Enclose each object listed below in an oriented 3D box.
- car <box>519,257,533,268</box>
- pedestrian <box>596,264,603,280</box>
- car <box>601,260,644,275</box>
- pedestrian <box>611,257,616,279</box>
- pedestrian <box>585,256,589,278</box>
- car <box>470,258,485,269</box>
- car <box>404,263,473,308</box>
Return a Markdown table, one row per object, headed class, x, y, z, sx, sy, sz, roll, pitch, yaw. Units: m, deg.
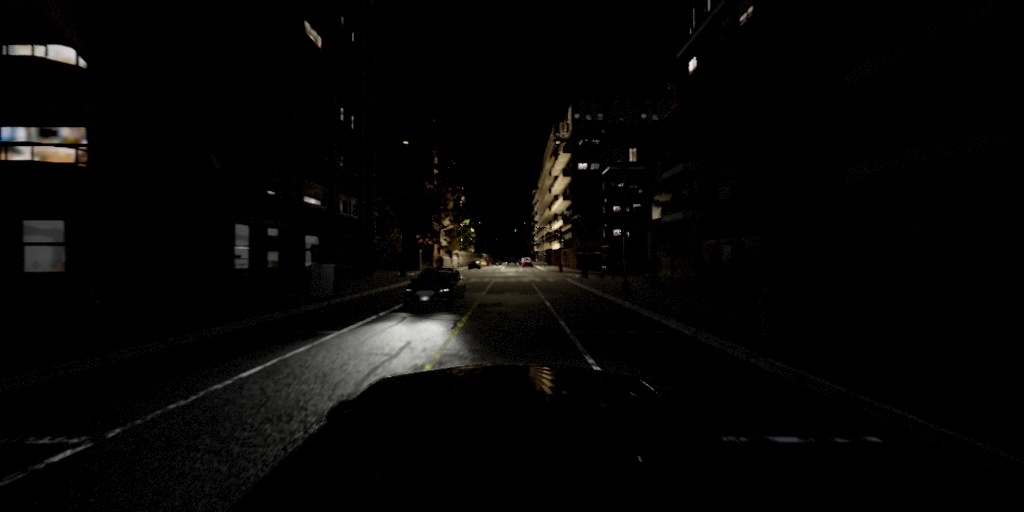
| class | x | y | z | sx | sy | sz | roll | pitch | yaw |
| --- | --- | --- | --- | --- | --- | --- | --- | --- | --- |
| car | 2.667 | 1.346 | 61.534 | 1.888 | 1.381 | 4.507 | 0 | 0 | 0 |
| pedestrian | 7.045 | 1.196 | 28.378 | 0.375 | 1.300 | 0.375 | 0 | 0 | 0 |
| car | 13.433 | 1.374 | 43.567 | 5.009 | 1.841 | 2.192 | 0 | 0 | -1 |
| pedestrian | 8.125 | 0.951 | 28.979 | 0.375 | 1.860 | 0.375 | 0 | 0 | 0 |
| pedestrian | 6.124 | 0.902 | 29.579 | 0.375 | 1.860 | 0.375 | 0 | 0 | 0 |
| car | -5.711 | 1.358 | 55.900 | 1.948 | 1.339 | 4.313 | 0 | 0 | 0 |
| car | -3.092 | 1.244 | 15.169 | 2.128 | 1.511 | 4.902 | 0 | 0 | 0 |
